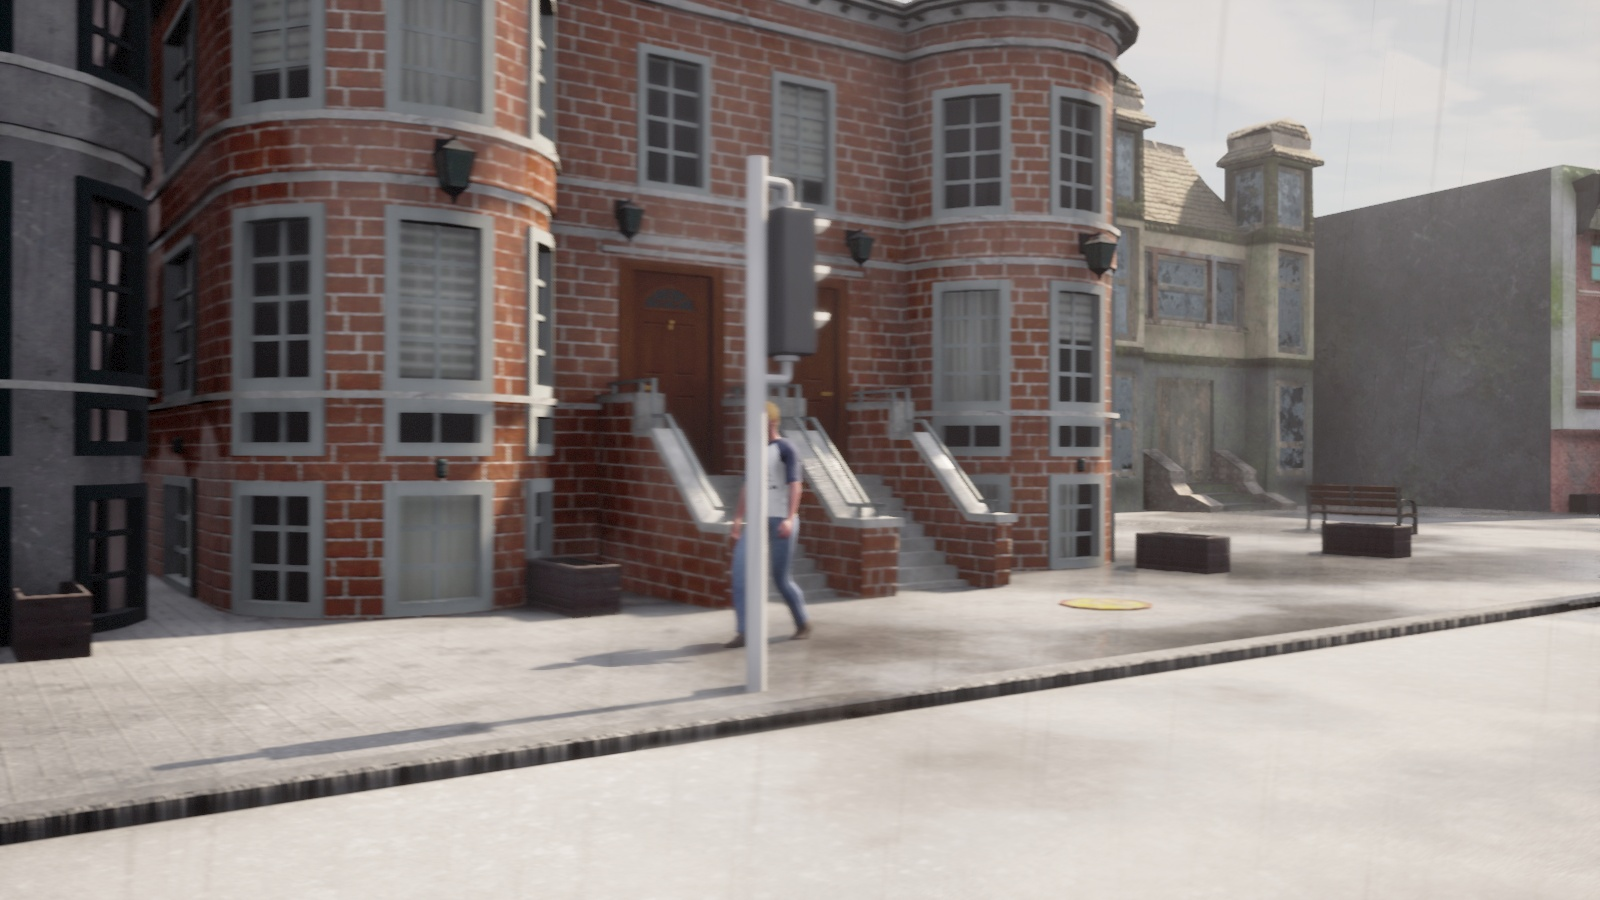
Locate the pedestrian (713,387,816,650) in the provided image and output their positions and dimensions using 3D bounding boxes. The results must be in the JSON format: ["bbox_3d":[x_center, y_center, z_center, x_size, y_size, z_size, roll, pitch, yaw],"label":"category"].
[{"bbox_3d":[-0.253,0.477,9.118,0.354,1.836,0.706,0,0,43],"label":"pedestrian"}]
